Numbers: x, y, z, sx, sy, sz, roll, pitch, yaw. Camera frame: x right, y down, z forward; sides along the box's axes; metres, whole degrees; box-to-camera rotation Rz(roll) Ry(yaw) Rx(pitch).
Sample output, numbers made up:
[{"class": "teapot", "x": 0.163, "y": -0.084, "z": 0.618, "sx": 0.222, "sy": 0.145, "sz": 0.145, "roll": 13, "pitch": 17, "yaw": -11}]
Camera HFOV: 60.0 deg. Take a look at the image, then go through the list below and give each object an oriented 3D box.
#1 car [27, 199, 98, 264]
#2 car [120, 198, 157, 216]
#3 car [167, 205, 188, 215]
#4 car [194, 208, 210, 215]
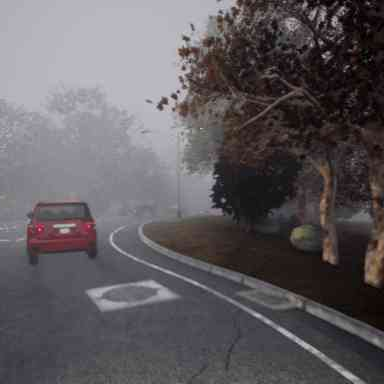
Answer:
[{"class": "car", "x": -4.937, "y": 1.299, "z": 12.607, "sx": 2.150, "sy": 2.045, "sz": 5.566, "roll": -1, "pitch": 0, "yaw": -23}, {"class": "car", "x": -6.025, "y": 1.712, "z": 38.014, "sx": 2.150, "sy": 2.045, "sz": 5.566, "roll": -1, "pitch": -3, "yaw": 20}, {"class": "car", "x": -2.122, "y": 2.645, "z": 49.148, "sx": 1.882, "sy": 1.535, "sz": 5.008, "roll": -1, "pitch": -5, "yaw": 19}, {"class": "car", "x": 1.925, "y": 3.608, "z": 60.585, "sx": 1.837, "sy": 1.490, "sz": 4.892, "roll": -1, "pitch": -4, "yaw": 20}]
